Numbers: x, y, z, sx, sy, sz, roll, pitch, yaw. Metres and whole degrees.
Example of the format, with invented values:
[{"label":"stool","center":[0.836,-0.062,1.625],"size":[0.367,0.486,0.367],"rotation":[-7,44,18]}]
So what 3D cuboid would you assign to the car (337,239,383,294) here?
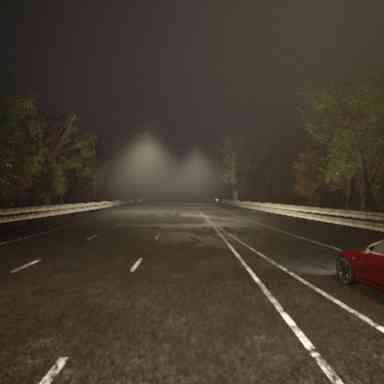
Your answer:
[{"label":"car","center":[4.861,1.557,6.740],"size":[2.163,1.488,4.792],"rotation":[0,-1,-5]}]
